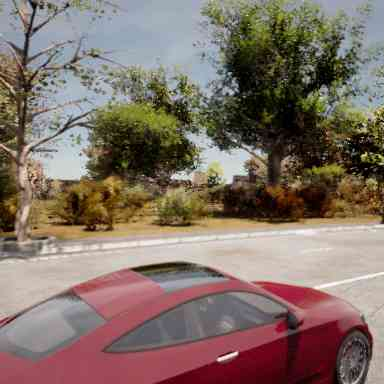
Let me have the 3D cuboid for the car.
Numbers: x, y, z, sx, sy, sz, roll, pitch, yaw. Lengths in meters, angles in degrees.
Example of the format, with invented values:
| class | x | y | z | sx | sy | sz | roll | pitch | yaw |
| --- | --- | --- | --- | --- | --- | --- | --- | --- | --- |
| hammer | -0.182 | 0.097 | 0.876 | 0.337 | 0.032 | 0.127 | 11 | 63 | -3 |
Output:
| class | x | y | z | sx | sy | sz | roll | pitch | yaw |
| --- | --- | --- | --- | --- | --- | --- | --- | --- | --- |
| car | 0.029 | 1.520 | 3.584 | 4.674 | 1.442 | 1.812 | 0 | 0 | -34 |
